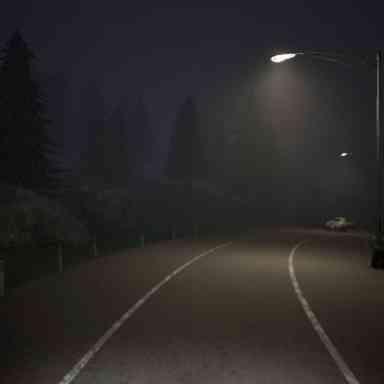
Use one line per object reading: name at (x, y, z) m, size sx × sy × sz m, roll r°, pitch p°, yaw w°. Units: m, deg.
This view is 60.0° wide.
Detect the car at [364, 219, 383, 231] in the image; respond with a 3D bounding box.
car at (23.328, 4.144, 41.166) m, size 4.902 × 1.511 × 2.128 m, roll 5°, pitch -3°, yaw -34°

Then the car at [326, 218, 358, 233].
car at (15.683, 3.439, 34.800) m, size 4.674 × 1.442 × 1.812 m, roll 6°, pitch -4°, yaw -44°
